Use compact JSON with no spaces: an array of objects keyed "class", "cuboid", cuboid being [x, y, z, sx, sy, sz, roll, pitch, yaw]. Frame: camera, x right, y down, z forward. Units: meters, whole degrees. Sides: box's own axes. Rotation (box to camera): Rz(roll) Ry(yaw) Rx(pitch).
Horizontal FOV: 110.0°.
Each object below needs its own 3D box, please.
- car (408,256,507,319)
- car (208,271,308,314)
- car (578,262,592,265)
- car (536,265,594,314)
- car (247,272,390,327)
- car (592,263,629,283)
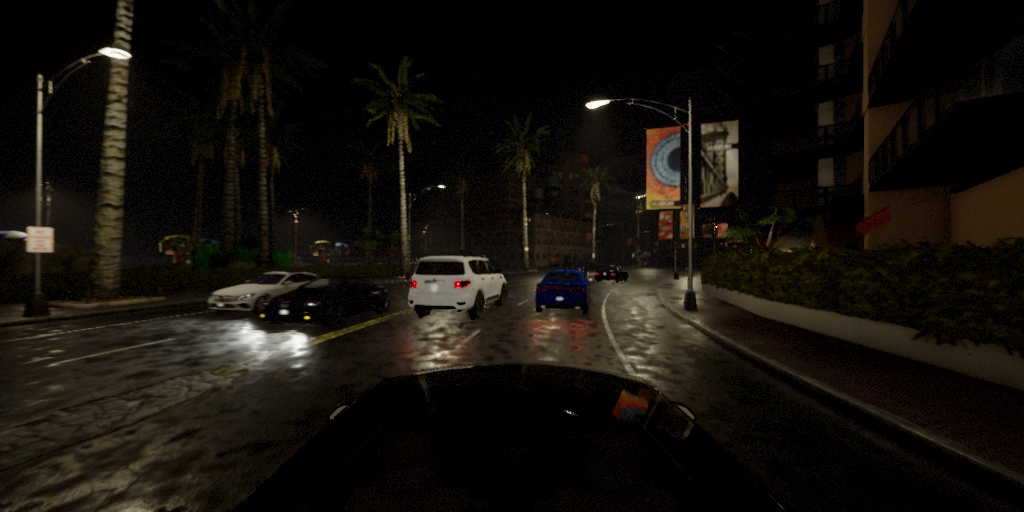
[{"class":"car","cuboid":[-1.750,1.031,13.339,2.150,2.045,5.566,0,0,12]},{"class":"car","cuboid":[-8.909,1.305,13.839,1.812,1.442,4.674,0,0,12]},{"class":"car","cuboid":[4.944,1.490,31.246,2.033,1.411,5.357,0,0,29]},{"class":"car","cuboid":[2.202,1.312,14.534,1.882,1.535,5.008,0,0,14]},{"class":"car","cuboid":[-5.776,1.345,11.663,1.994,1.385,4.181,0,0,12]},{"class":"car","cuboid":[8.625,1.503,30.690,2.033,1.411,5.357,0,0,30]}]
